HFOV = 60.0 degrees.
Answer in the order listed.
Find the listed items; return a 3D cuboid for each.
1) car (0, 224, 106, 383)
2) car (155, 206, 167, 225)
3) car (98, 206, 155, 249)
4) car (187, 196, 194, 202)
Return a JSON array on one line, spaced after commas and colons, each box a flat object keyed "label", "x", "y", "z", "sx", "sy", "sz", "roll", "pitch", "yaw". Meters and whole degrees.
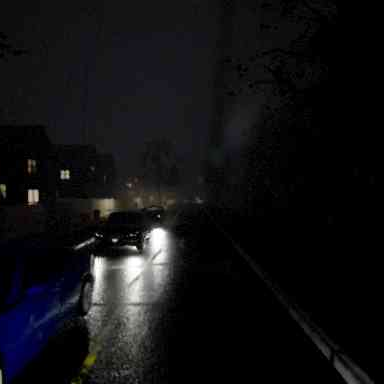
[{"label": "car", "x": -2.864, "y": 1.521, "z": 4.737, "sx": 1.882, "sy": 1.535, "sz": 5.008, "roll": 0, "pitch": 0, "yaw": 0}, {"label": "car", "x": -2.973, "y": 1.727, "z": 24.919, "sx": 1.895, "sy": 1.301, "sz": 4.718, "roll": 0, "pitch": 0, "yaw": 0}, {"label": "car", "x": -2.925, "y": 1.591, "z": 14.891, "sx": 1.837, "sy": 1.490, "sz": 4.892, "roll": 0, "pitch": 0, "yaw": -1}, {"label": "car", "x": -0.482, "y": 1.717, "z": 83.941, "sx": 2.033, "sy": 1.411, "sz": 5.357, "roll": 0, "pitch": 0, "yaw": 0}]
